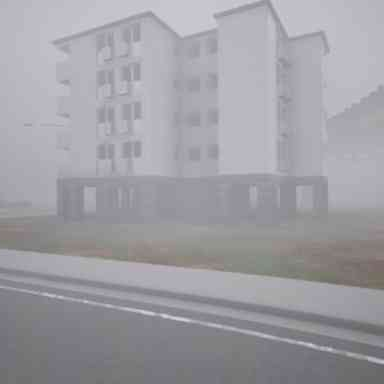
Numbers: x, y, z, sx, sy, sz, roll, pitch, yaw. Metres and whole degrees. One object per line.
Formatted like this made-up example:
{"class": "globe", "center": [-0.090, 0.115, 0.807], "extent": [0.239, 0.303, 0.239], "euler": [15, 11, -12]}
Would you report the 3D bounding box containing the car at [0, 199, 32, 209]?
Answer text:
{"class": "car", "center": [-28.071, 1.979, 53.919], "extent": [1.882, 1.535, 5.008], "euler": [0, 0, 8]}
